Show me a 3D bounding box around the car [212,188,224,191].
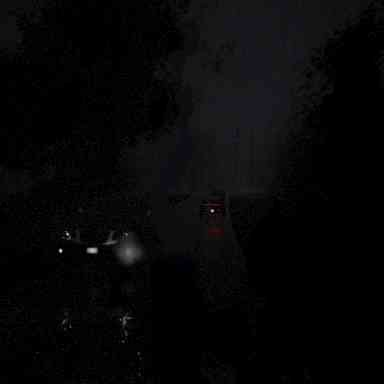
[{"bbox_3d":[3.299,0.255,42.199,2.128,1.511,4.902,0,2,6],"label":"car"}]

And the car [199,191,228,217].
[{"bbox_3d":[1.621,0.966,25.373,1.837,1.490,4.892,0,2,5],"label":"car"}]

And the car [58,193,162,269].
[{"bbox_3d":[-2.361,1.083,11.159,2.150,2.045,5.566,1,1,3],"label":"car"}]
